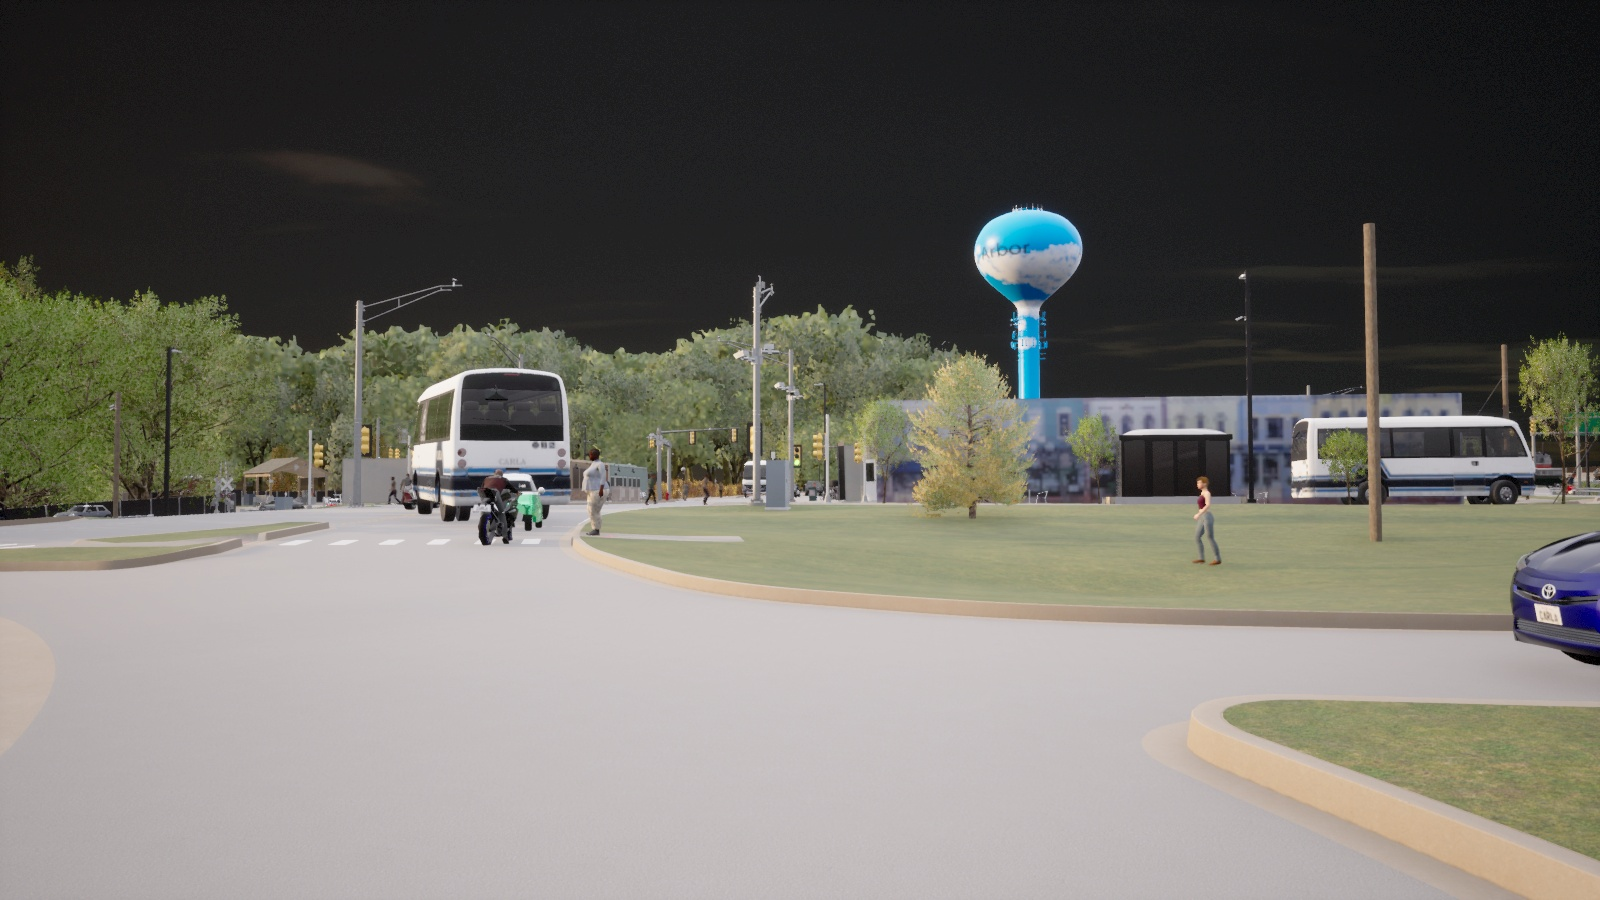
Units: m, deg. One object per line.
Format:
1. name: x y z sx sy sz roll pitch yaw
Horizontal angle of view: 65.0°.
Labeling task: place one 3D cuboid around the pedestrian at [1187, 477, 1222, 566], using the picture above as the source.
1. pedestrian: 8.417 1.481 26.154 0.594 1.836 0.345 0 -3 1

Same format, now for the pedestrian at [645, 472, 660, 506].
1. pedestrian: -8.438 2.225 71.793 0.788 1.949 0.423 0 -3 6

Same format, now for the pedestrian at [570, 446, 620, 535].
1. pedestrian: -4.341 0.867 26.588 0.900 1.855 0.874 1 -3 -19

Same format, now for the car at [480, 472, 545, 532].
1. car: -7.039 1.252 30.900 1.481 1.376 2.207 0 -1 -11

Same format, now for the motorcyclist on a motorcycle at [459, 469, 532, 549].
1. motorcyclist on a motorcycle: -6.117 1.153 25.371 0.866 1.530 2.191 0 -1 2

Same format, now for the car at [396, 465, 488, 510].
1. car: -13.712 1.435 48.390 2.033 1.649 4.856 0 -2 2

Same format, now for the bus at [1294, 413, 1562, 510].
1. bus: 28.864 0.626 58.312 10.273 4.253 3.944 -1 -3 8

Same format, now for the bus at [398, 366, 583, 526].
1. bus: -9.872 -0.054 38.897 3.944 4.253 10.273 0 -1 -23

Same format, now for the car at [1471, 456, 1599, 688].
1. car: 7.530 0.823 8.827 4.514 1.525 2.007 0 -2 2

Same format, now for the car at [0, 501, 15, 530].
1. car: -52.348 4.215 79.883 1.905 1.878 3.866 -1 -1 14
